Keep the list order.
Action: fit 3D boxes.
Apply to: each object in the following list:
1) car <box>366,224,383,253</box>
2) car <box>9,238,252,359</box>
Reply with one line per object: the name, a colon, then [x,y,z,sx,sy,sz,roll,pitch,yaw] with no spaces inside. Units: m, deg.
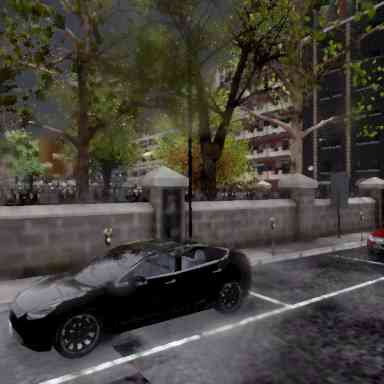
car: [8.208,1.580,12.417,4.206,1.307,1.802,0,0,-35]
car: [-0.805,1.564,5.989,4.313,1.339,1.947,0,0,-35]
